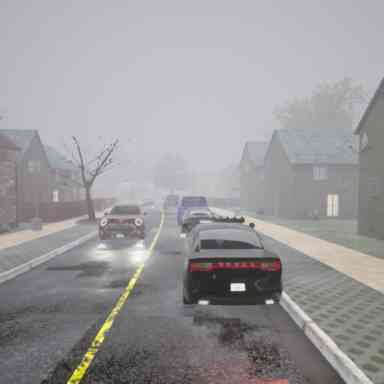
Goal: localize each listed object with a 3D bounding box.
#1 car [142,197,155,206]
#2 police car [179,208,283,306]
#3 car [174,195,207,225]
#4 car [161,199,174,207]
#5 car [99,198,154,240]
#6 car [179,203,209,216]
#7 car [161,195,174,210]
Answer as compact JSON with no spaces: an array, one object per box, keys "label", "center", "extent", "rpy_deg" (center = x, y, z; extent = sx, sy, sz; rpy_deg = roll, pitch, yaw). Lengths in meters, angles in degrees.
[{"label":"car","center":[-7.642,1.808,59.547],"extent":[2.033,1.411,5.357],"rpy_deg":[0,0,-9]},{"label":"police car","center":[0.721,1.425,8.255],"extent":[1.930,1.638,5.238],"rpy_deg":[0,0,-1]},{"label":"car","center":[0.002,1.262,24.264],"extent":[2.150,2.045,5.566],"rpy_deg":[0,0,-4]},{"label":"car","center":[-4.202,1.811,56.057],"extent":[1.895,1.301,4.718],"rpy_deg":[0,0,-9]},{"label":"car","center":[-3.319,1.374,17.059],"extent":[2.097,1.767,4.553],"rpy_deg":[0,0,-3]},{"label":"car","center":[0.353,1.544,18.204],"extent":[1.812,1.442,4.674],"rpy_deg":[0,0,-3]},{"label":"car","center":[-2.669,1.353,44.435],"extent":[2.150,2.045,5.566],"rpy_deg":[0,0,-7]}]
